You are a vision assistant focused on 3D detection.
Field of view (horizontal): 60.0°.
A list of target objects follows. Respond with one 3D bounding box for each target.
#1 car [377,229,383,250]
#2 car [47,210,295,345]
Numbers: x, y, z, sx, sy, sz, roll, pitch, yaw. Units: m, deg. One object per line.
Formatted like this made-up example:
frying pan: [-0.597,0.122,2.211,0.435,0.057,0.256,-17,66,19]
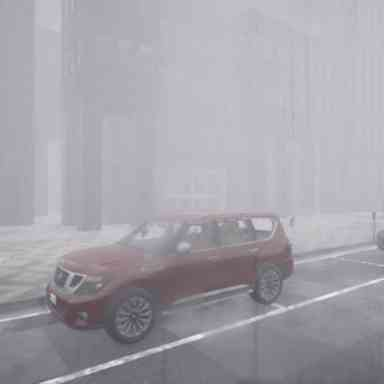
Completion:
car: [9.041,1.584,13.110,4.313,1.339,1.947,0,0,-36]
car: [-0.086,1.320,6.588,5.009,1.841,2.192,0,0,-36]
